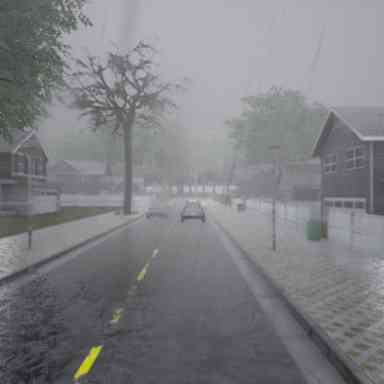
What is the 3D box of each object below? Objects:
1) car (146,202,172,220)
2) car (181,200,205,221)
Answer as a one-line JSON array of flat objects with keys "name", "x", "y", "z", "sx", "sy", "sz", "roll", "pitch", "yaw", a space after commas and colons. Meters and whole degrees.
[{"name": "car", "x": -2.792, "y": 1.621, "z": 29.075, "sx": 2.033, "sy": 1.411, "sz": 5.357, "roll": 0, "pitch": 0, "yaw": 1}, {"name": "car", "x": 0.084, "y": 1.635, "z": 27.624, "sx": 1.994, "sy": 1.385, "sz": 4.181, "roll": 0, "pitch": 0, "yaw": 0}]
